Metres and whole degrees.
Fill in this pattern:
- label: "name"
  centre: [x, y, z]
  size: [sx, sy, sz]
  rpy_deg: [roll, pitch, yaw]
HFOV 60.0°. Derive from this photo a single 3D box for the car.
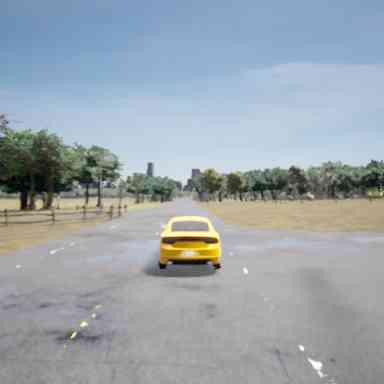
- label: "car"
  centre: [-0.088, 1.602, 11.808]
  size: [1.882, 1.535, 5.008]
  rpy_deg: [0, -1, -1]
